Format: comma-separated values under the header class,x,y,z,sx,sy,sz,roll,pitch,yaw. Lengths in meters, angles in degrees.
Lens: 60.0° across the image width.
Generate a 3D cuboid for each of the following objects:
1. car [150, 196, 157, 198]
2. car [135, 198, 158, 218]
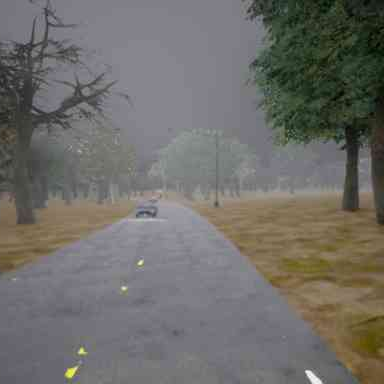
class,x,y,z,sx,sy,sz,roll,pitch,yaw
car,-8.265,1.658,71.307,1.882,1.535,5.008,0,0,-8
car,-4.123,1.581,30.740,2.033,1.411,5.357,0,0,-4
